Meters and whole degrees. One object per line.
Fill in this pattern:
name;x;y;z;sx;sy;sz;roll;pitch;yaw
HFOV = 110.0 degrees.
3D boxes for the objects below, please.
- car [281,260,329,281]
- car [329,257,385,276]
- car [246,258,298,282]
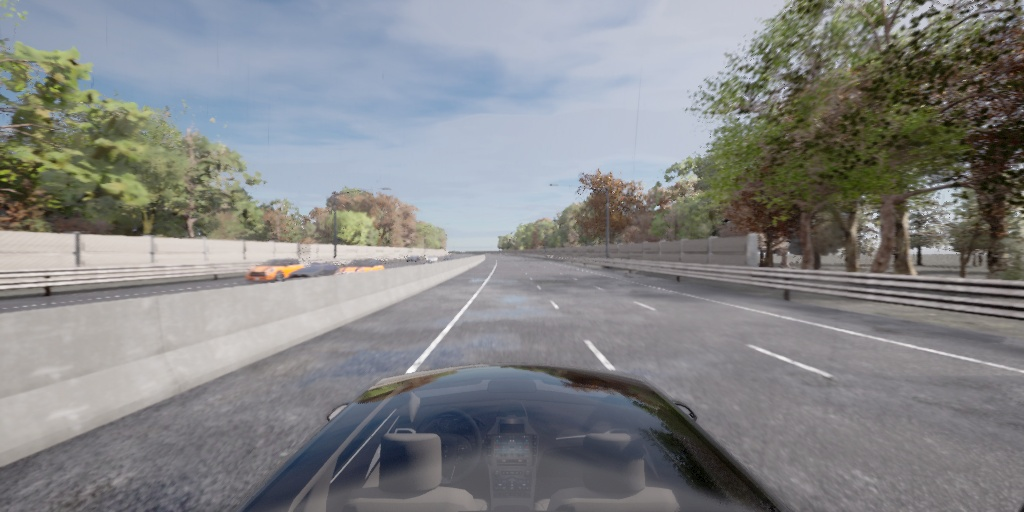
car;-14.247;1.195;26.563;2.033;1.411;5.357;0;1;-1
car;-10.739;1.006;25.638;2.097;1.767;4.553;0;0;-1
car;-17.760;0.998;27.202;2.097;1.767;4.553;0;1;-1
